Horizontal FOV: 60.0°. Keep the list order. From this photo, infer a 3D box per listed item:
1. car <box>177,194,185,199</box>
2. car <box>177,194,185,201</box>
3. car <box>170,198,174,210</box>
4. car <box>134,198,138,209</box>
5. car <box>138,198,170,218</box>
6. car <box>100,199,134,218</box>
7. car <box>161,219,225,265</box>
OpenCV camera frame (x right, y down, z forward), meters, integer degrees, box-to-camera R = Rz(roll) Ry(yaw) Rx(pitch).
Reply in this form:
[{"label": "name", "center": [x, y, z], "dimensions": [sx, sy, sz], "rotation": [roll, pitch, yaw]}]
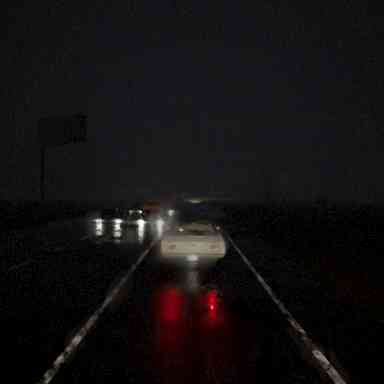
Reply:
[{"label": "car", "center": [-3.123, 1.297, 92.174], "dimensions": [1.994, 1.385, 4.181], "rotation": [0, 0, 0]}, {"label": "car", "center": [-2.764, 1.530, 82.163], "dimensions": [1.895, 1.301, 4.718], "rotation": [0, 0, -3]}, {"label": "car", "center": [-3.331, 1.476, 43.029], "dimensions": [1.882, 1.535, 5.008], "rotation": [0, 0, 0]}, {"label": "car", "center": [-6.831, 1.455, 43.042], "dimensions": [1.882, 1.535, 5.008], "rotation": [0, 0, 0]}, {"label": "car", "center": [-3.383, 1.468, 30.284], "dimensions": [1.882, 1.535, 5.008], "rotation": [0, 0, 0]}, {"label": "car", "center": [-6.883, 1.447, 30.301], "dimensions": [1.882, 1.535, 5.008], "rotation": [0, 0, 0]}, {"label": "car", "center": [0.038, 1.605, 11.749], "dimensions": [1.895, 1.301, 4.718], "rotation": [0, 0, 0]}]
